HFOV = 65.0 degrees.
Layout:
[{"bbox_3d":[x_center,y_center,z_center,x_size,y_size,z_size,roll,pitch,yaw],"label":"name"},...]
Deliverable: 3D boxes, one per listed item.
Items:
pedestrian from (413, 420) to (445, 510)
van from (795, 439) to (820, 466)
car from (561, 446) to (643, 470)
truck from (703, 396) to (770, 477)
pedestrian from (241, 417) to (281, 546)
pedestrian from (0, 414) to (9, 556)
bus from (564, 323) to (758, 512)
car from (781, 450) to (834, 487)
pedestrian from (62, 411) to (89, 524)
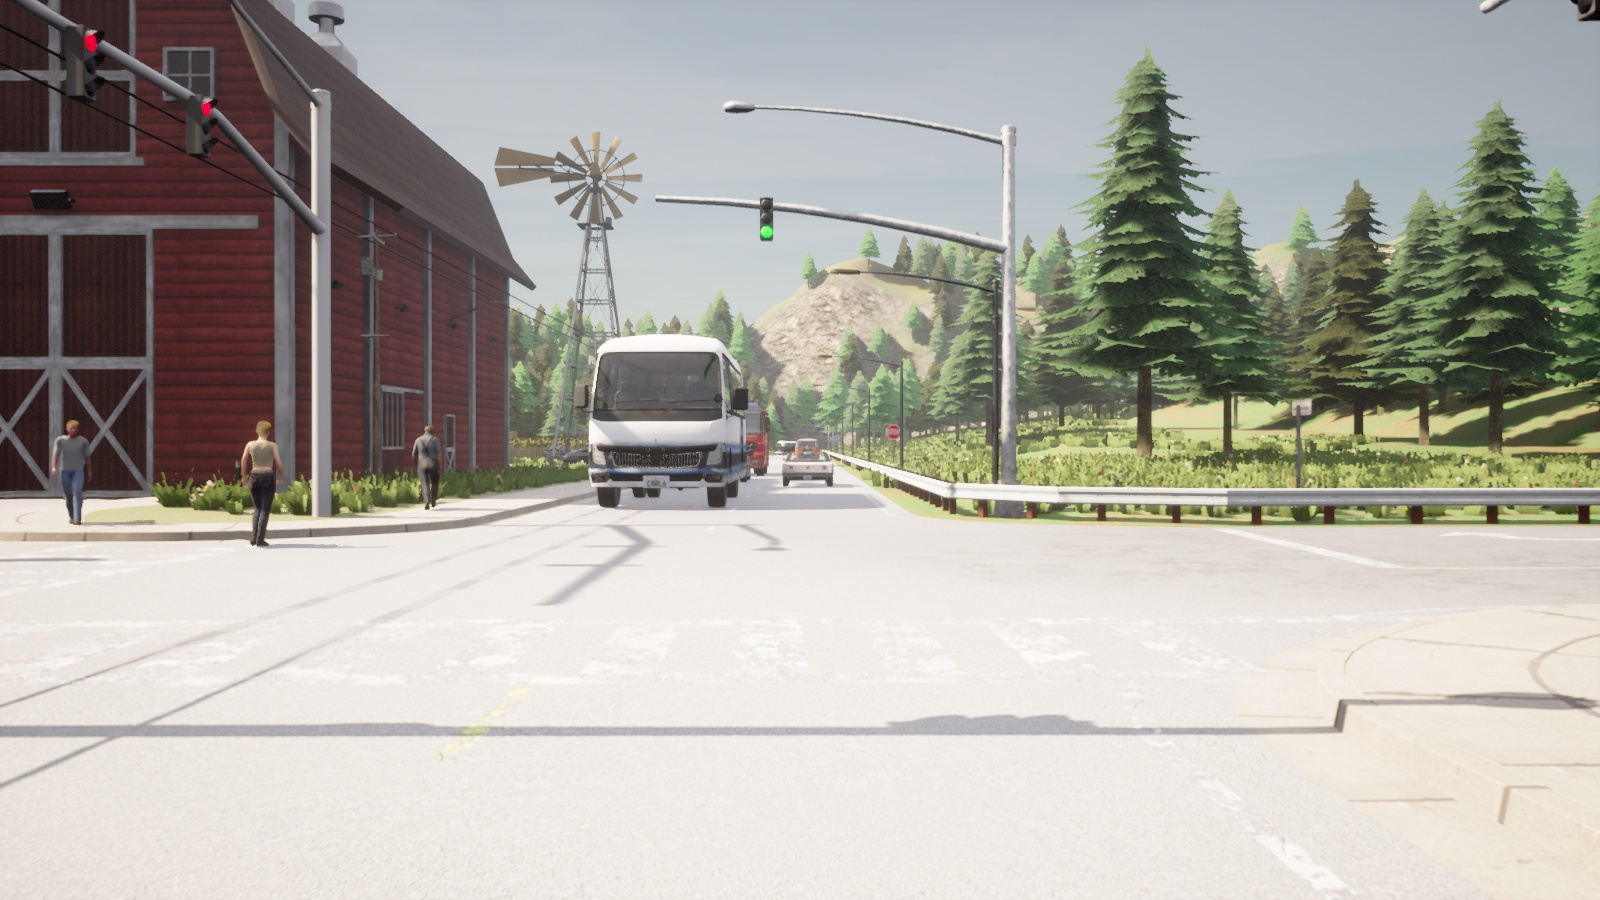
[{"bbox_3d":[-7.732,0.301,26.197,0.540,1.848,0.694,0,0,-8],"label":"pedestrian"},{"bbox_3d":[0.546,0.169,91.571,1.775,1.987,4.442,0,0,0],"label":"van"},{"bbox_3d":[-11.936,0.489,75.779,4.674,1.442,1.812,0,0,-1],"label":"car"},{"bbox_3d":[-3.115,-0.650,63.715,2.891,3.827,8.468,0,0,0],"label":"truck"},{"bbox_3d":[-7.822,0.450,18.235,0.345,1.836,0.594,0,0,-4],"label":"pedestrian"},{"bbox_3d":[-10.704,0.455,16.070,0.634,1.844,0.899,0,0,-4],"label":"pedestrian"},{"bbox_3d":[-3.291,-0.753,33.323,3.944,4.253,10.273,0,0,0],"label":"bus"},{"bbox_3d":[0.289,0.677,47.276,1.895,1.301,4.718,0,0,0],"label":"car"},{"bbox_3d":[-12.018,0.287,20.816,0.354,1.836,0.706,0,0,-33],"label":"pedestrian"}]
